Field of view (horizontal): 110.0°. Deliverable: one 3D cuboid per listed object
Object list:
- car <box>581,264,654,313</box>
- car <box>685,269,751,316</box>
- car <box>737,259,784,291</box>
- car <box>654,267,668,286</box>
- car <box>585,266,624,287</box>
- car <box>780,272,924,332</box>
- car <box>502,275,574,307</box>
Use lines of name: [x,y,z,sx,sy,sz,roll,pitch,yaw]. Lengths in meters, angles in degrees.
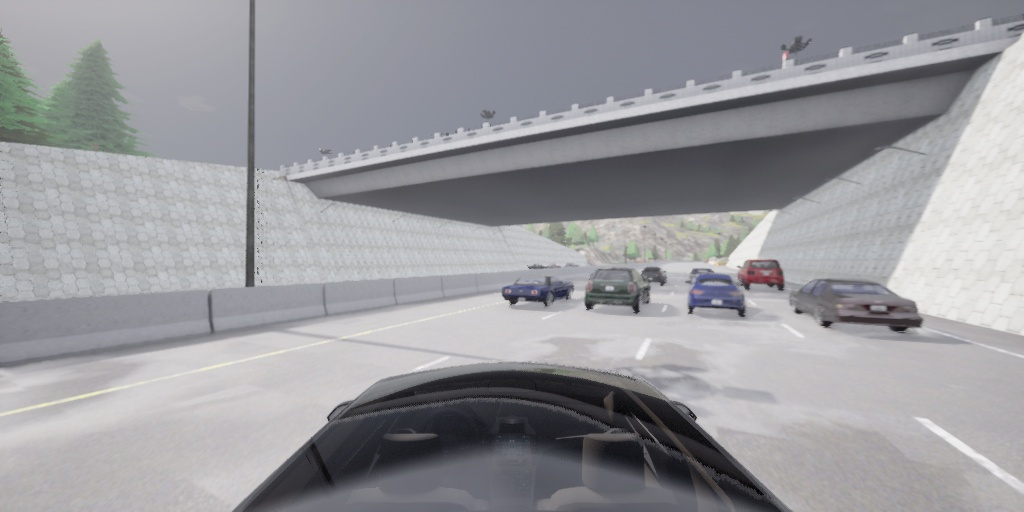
car: [4.614,1.257,15.323,2.097,1.767,4.553,0,-1,27]
car: [7.966,1.415,14.194,1.812,1.442,4.674,0,-1,27]
car: [17.155,1.232,24.909,2.150,2.045,5.566,0,0,27]
car: [11.482,1.588,29.193,1.812,1.442,4.674,0,-1,27]
car: [7.727,1.617,29.522,2.033,1.411,5.357,0,-1,26]
car: [10.474,1.402,11.401,2.033,1.411,5.357,0,-1,27]
car: [1.396,1.526,16.716,1.895,1.301,4.718,0,-1,27]
